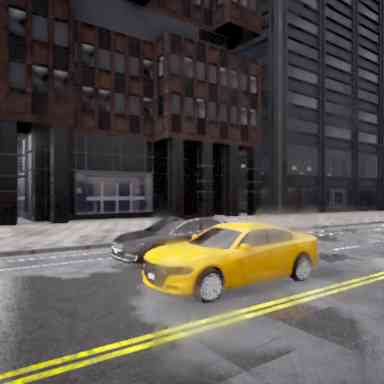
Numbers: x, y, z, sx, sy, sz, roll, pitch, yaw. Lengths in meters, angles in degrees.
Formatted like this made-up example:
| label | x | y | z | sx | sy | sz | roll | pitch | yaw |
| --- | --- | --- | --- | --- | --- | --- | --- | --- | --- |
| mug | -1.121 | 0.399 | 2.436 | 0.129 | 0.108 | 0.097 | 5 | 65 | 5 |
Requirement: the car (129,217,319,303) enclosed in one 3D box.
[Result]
| label | x | y | z | sx | sy | sz | roll | pitch | yaw |
| --- | --- | --- | --- | --- | --- | --- | --- | --- | --- |
| car | 1.174 | 1.540 | 8.514 | 5.008 | 1.535 | 1.882 | 1 | 0 | -35 |

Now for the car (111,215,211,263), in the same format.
| label | x | y | z | sx | sy | sz | roll | pitch | yaw |
| --- | --- | --- | --- | --- | --- | --- | --- | --- | --- |
| car | -0.313 | 1.573 | 11.444 | 4.892 | 1.490 | 1.837 | 1 | 0 | -35 |
